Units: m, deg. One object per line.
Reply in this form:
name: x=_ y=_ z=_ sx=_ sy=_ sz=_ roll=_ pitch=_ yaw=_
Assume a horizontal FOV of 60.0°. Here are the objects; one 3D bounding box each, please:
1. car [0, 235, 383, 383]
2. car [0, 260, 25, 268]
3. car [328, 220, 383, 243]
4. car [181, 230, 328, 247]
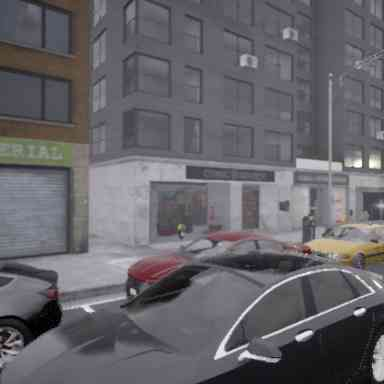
car: x=0.566 y=1.523 z=3.781 sx=4.892 sy=1.490 sz=1.837 roll=0 pitch=0 yaw=-35
car: x=-3.844 y=1.560 z=4.028 sx=4.313 sy=1.339 sz=1.947 roll=1 pitch=0 yaw=-35
car: x=5.257 y=1.597 z=10.499 sx=4.829 sy=1.417 sz=1.752 roll=0 pitch=0 yaw=-35
car: x=0.775 y=1.578 z=7.313 sx=4.507 sy=1.381 sz=1.887 roll=0 pitch=0 yaw=-35
